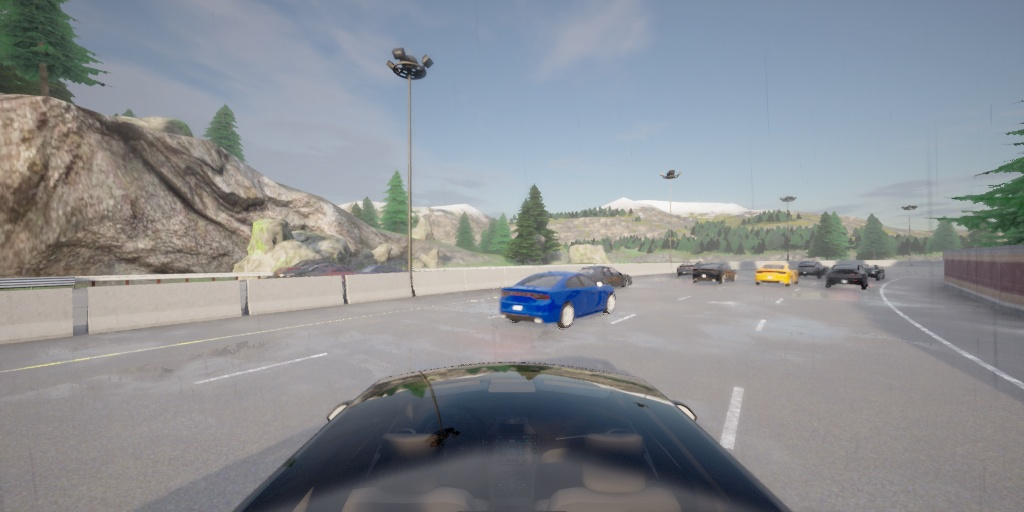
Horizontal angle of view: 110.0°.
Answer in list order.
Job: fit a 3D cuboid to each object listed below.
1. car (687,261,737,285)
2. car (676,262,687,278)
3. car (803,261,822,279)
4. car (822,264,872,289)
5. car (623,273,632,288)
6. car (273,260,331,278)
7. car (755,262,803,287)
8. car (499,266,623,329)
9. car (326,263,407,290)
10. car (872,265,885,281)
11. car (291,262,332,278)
[{"bbox_3d":[15.061,1.227,26.522,5.008,1.535,1.882,0,0,-44],"label":"car"},{"bbox_3d":[16.876,1.241,32.964,4.902,1.511,2.128,0,0,-42],"label":"car"},{"bbox_3d":[27.319,1.241,32.613,4.902,1.511,2.128,0,0,-39],"label":"car"},{"bbox_3d":[21.619,1.255,23.070,4.892,1.490,1.837,0,0,-43],"label":"car"},{"bbox_3d":[5.266,1.297,21.357,2.033,1.411,5.357,0,0,42],"label":"car"},{"bbox_3d":[-13.942,1.241,25.920,2.128,1.511,4.902,0,0,39],"label":"car"},{"bbox_3d":[18.517,1.228,24.960,5.008,1.535,1.882,0,0,-44],"label":"car"},{"bbox_3d":[1.651,1.227,11.469,1.882,1.535,5.008,0,0,37],"label":"car"},{"bbox_3d":[-8.307,1.276,21.778,1.812,1.442,4.674,0,0,39],"label":"car"},{"bbox_3d":[30.022,1.351,30.320,4.718,1.301,1.895,0,0,-39],"label":"car"},{"bbox_3d":[-11.525,1.314,23.325,1.994,1.385,4.181,0,0,38],"label":"car"}]
